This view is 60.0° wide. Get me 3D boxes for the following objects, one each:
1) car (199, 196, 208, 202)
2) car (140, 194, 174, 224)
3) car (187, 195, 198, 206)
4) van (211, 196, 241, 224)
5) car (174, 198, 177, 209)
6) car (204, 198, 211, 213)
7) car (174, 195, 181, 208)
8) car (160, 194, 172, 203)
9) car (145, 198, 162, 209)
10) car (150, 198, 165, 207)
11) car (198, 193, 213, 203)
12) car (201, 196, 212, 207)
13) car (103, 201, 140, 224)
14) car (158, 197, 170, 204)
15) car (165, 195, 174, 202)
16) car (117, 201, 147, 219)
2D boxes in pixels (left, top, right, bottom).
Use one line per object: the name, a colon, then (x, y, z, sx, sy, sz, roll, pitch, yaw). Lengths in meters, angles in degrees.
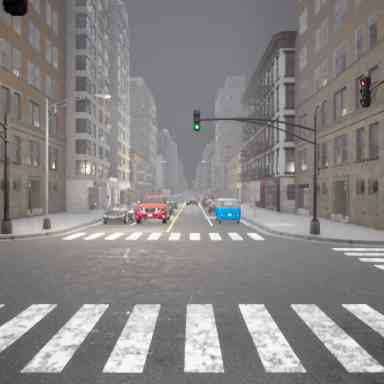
car: (2.574, 1.591, 76.007, 2.008, 1.369, 4.403, 0, 0, 0)
car: (-2.869, 1.243, 25.542, 2.150, 2.045, 5.566, 0, 0, 0)
car: (0.053, 1.638, 55.681, 1.895, 1.301, 4.718, 0, 0, 0)
van: (2.616, 1.362, 24.876, 1.690, 1.788, 3.998, 0, 0, 0)
car: (-2.881, 1.630, 35.358, 1.895, 1.301, 4.718, 0, 0, 0)
car: (2.607, 1.612, 36.238, 1.802, 1.307, 4.206, 0, 0, 0)
car: (-2.873, 1.540, 45.418, 1.837, 1.490, 4.892, 0, 0, 0)
car: (-5.446, 1.354, 70.315, 2.192, 1.841, 5.009, 0, 0, 0)
car: (-5.428, 1.561, 47.418, 1.752, 1.417, 4.829, 0, 0, 0)
car: (-5.432, 1.603, 53.270, 1.947, 1.339, 4.313, 0, 0, 0)
car: (2.593, 1.352, 53.283, 2.192, 1.841, 5.009, 0, 0, 0)
car: (2.597, 1.618, 47.601, 1.802, 1.307, 4.206, 0, 0, 0)
car: (-5.409, 1.571, 24.860, 2.008, 1.369, 4.403, 0, 0, 0)
car: (-5.442, 1.604, 64.633, 1.947, 1.339, 4.313, 0, 0, 0)
car: (-5.456, 1.481, 81.679, 1.967, 1.590, 4.097, 0, 0, 0)
car: (-5.414, 1.570, 30.542, 1.887, 1.381, 4.507, 0, 0, 0)
